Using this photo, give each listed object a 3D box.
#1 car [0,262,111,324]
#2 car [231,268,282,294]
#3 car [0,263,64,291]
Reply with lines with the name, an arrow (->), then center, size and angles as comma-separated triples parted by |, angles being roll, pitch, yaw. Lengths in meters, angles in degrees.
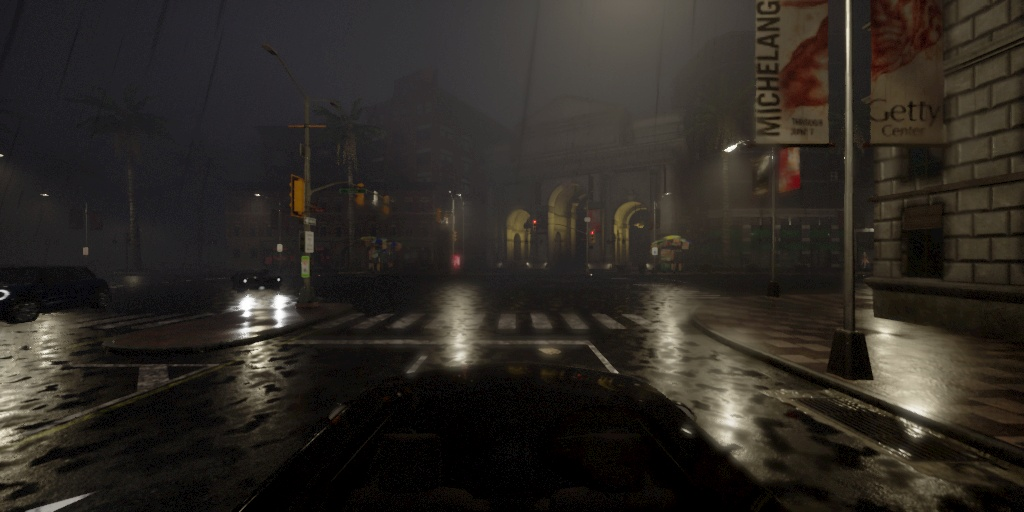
car -> -15.663, 1.101, 11.516 | 2.097, 1.767, 4.553 | 0, 0, -19
car -> -14.439, 1.348, 20.220 | 1.895, 1.301, 4.718 | 0, 0, -43
car -> -30.511, 1.225, 21.560 | 5.008, 1.535, 1.882 | 0, 0, 2
